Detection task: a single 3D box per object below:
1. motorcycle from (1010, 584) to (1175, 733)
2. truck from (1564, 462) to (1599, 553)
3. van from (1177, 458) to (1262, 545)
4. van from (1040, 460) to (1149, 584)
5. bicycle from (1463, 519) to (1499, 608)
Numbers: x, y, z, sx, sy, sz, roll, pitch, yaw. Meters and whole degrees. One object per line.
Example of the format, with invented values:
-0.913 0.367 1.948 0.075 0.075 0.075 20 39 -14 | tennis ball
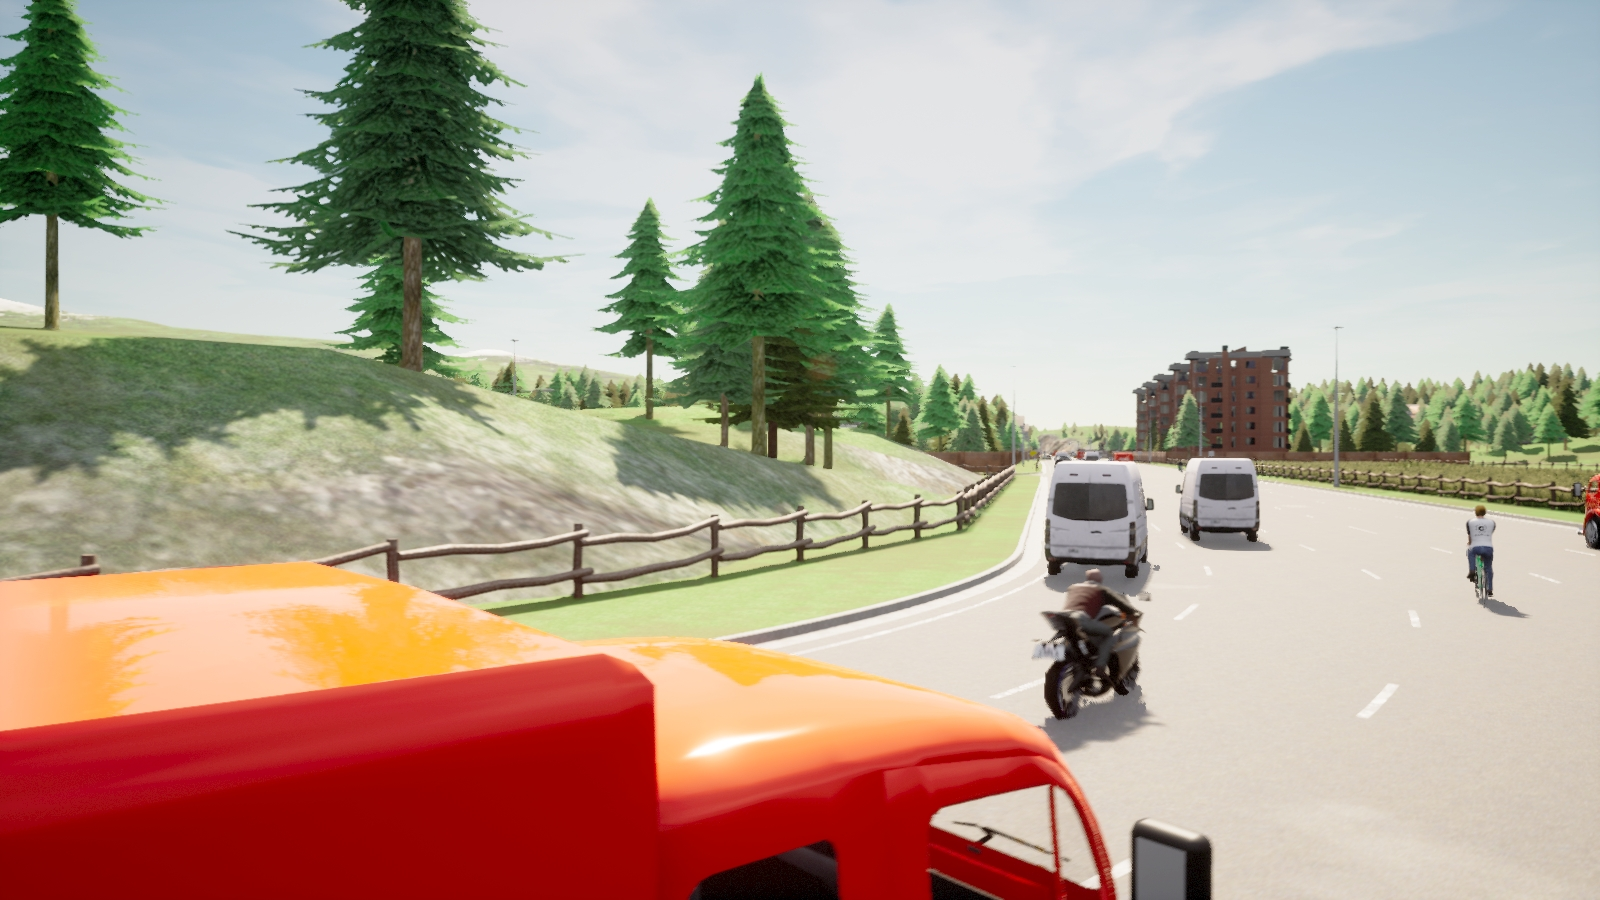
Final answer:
3.252 2.211 12.542 0.867 1.251 2.209 -3 -2 39 | motorcycle
23.001 1.585 30.519 2.627 2.467 5.204 0 0 13 | truck
13.582 1.551 37.325 1.988 2.561 5.915 0 0 14 | van
7.148 1.546 27.259 1.988 2.561 5.915 1 0 19 | van
12.565 2.067 21.098 0.373 1.496 1.643 -1 -1 25 | bicycle
